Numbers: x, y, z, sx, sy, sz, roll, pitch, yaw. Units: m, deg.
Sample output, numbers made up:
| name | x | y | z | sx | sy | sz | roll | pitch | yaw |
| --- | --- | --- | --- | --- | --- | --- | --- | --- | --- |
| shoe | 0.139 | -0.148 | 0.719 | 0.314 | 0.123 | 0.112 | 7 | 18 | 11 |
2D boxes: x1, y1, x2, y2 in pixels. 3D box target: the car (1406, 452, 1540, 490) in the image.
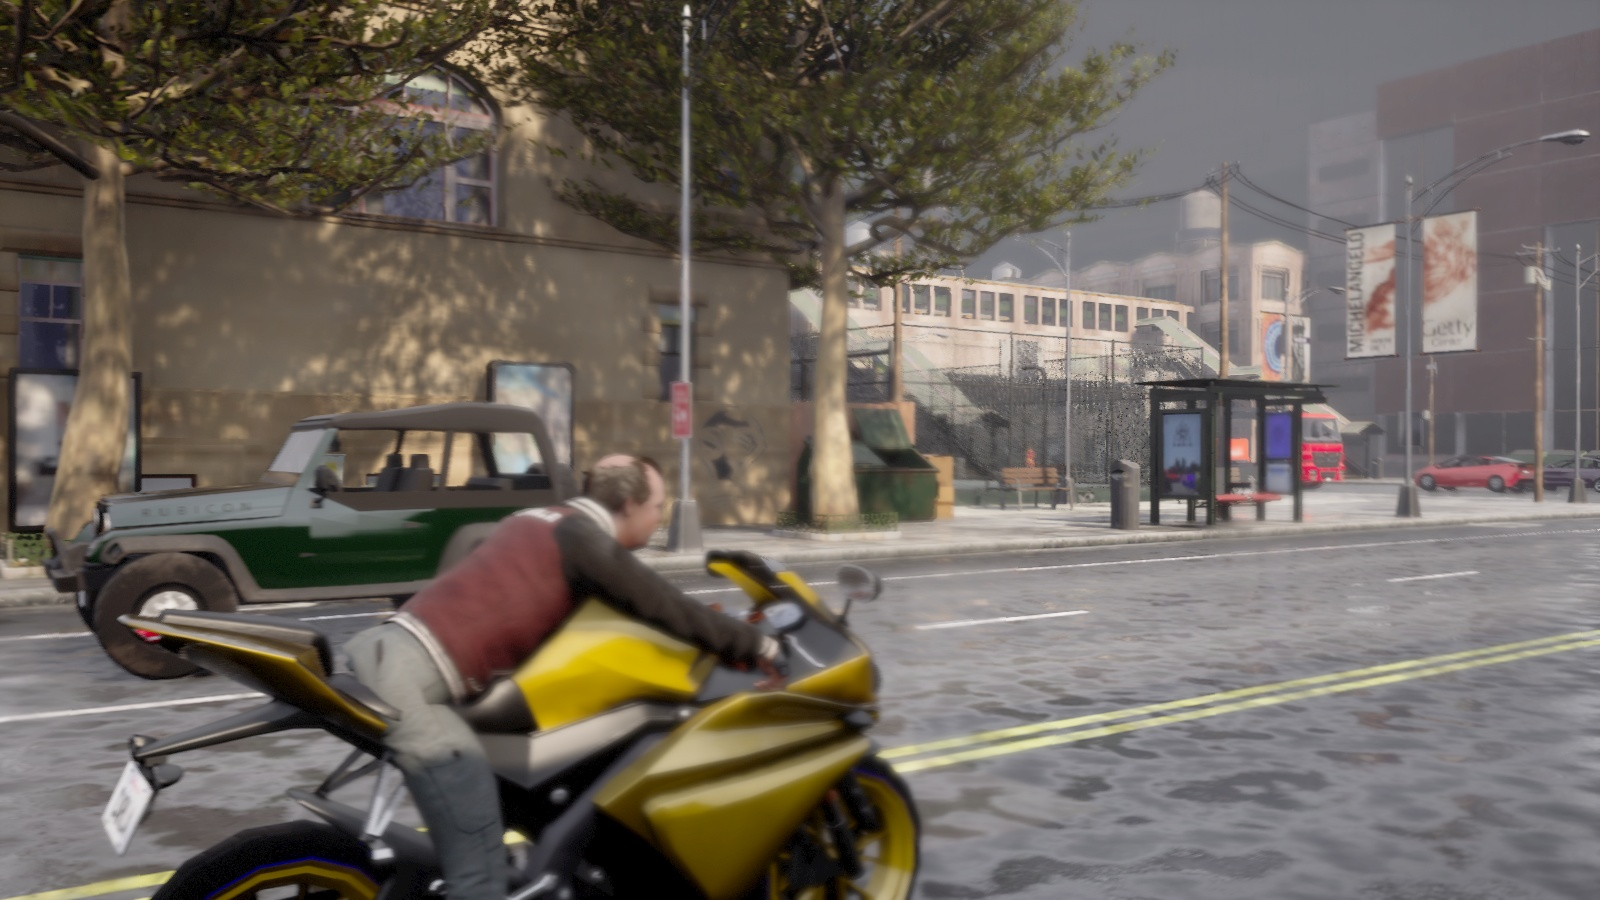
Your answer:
| name | x | y | z | sx | sy | sz | roll | pitch | yaw |
| --- | --- | --- | --- | --- | --- | --- | --- | --- | --- |
| car | 27.975 | 0.846 | 52.349 | 2.007 | 1.525 | 4.514 | 0 | 0 | -34 |

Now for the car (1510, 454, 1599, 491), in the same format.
| name | x | y | z | sx | sy | sz | roll | pitch | yaw |
| --- | --- | --- | --- | --- | --- | --- | --- | --- | --- |
| car | 32.219 | 0.909 | 52.340 | 1.816 | 1.474 | 4.193 | 0 | 0 | -34 |

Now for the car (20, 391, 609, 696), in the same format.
| name | x | y | z | sx | sy | sz | roll | pitch | yaw |
| --- | --- | --- | --- | --- | --- | --- | --- | --- | --- |
| car | -3.642 | 0.578 | 9.589 | 3.866 | 1.878 | 1.905 | 0 | 0 | -34 |

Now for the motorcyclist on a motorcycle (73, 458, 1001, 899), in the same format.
| name | x | y | z | sx | sy | sz | roll | pitch | yaw |
| --- | --- | --- | --- | --- | --- | --- | --- | --- | --- |
| motorcyclist on a motorcycle | -0.582 | 0.791 | 3.256 | 2.191 | 1.530 | 0.866 | 0 | 0 | -35 |

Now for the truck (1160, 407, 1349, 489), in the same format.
| name | x | y | z | sx | sy | sz | roll | pitch | yaw |
| --- | --- | --- | --- | --- | --- | --- | --- | --- | --- |
| truck | 20.526 | -0.048 | 57.231 | 2.891 | 3.462 | 7.936 | 0 | -1 | -34 |
